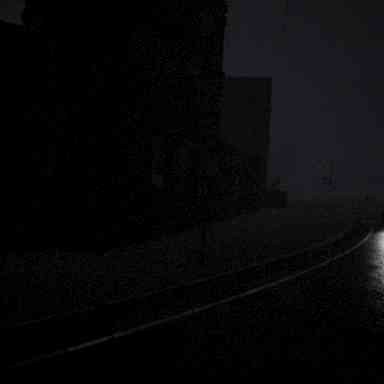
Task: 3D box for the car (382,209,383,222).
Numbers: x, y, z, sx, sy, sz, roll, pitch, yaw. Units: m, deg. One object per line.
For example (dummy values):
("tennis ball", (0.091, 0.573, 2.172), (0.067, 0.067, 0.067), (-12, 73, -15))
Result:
("car", (13.318, 1.464, 21.206), (1.895, 1.301, 4.718), (2, 1, 26))
